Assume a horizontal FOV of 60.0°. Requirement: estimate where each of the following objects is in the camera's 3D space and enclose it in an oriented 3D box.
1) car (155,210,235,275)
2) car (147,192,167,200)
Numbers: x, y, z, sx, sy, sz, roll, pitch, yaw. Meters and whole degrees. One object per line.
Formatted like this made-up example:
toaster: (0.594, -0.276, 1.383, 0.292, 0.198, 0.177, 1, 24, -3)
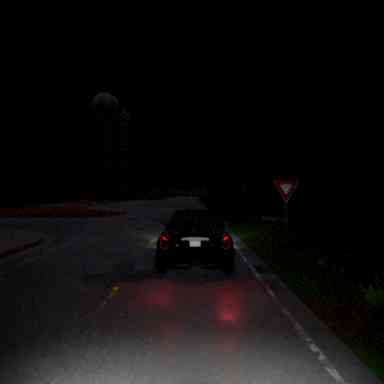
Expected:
car: (0.088, 1.326, 10.553, 2.097, 1.767, 4.553, 0, 0, 0)
car: (-9.057, 1.344, 83.444, 4.181, 1.381, 1.994, 0, 0, -1)
